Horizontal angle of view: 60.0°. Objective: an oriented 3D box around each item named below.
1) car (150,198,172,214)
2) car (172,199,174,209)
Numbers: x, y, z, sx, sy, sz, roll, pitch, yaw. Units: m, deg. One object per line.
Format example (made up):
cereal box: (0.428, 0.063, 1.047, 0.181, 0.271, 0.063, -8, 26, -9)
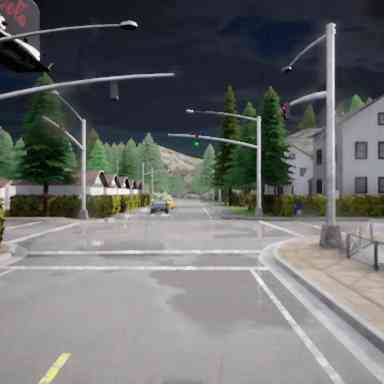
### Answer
car: (-3.603, 1.664, 38.001, 1.812, 1.442, 4.674, 0, 0, 0)
car: (-3.610, 1.654, 48.473, 1.882, 1.535, 5.008, 0, 0, 0)
